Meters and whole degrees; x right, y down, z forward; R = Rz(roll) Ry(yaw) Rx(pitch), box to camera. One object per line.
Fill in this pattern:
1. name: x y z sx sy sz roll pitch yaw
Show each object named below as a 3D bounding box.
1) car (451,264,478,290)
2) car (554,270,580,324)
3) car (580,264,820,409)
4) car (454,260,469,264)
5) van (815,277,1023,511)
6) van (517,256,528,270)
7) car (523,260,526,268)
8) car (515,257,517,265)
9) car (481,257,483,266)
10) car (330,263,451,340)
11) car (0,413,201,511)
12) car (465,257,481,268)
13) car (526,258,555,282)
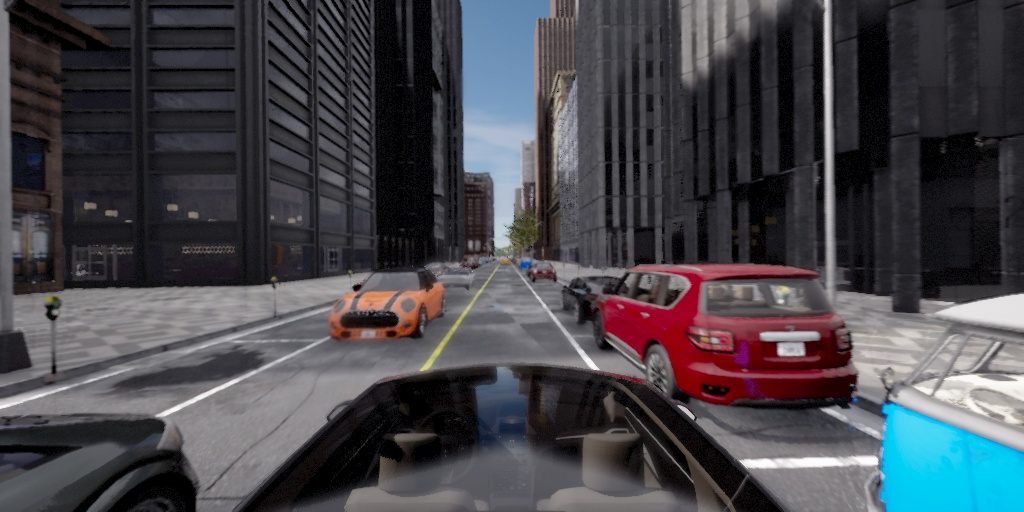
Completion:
1. car: -3.444 1.406 22.777 1.895 1.301 4.718 -1 0 -1
2. car: 2.711 1.291 11.683 1.948 1.339 4.313 0 0 -1
3. car: 2.814 1.035 6.044 2.192 1.841 5.009 0 0 -1
4. car: -6.327 1.400 39.745 2.007 1.370 4.403 0 0 -1
5. van: 2.917 1.054 0.403 1.690 1.789 3.998 0 0 -1
6. van: 1.991 1.090 51.157 1.690 1.789 3.998 0 0 -1
7. car: 2.300 1.328 34.240 1.802 1.307 4.207 0 0 -1
8. car: 1.886 1.271 56.968 1.751 1.417 4.829 0 0 -1
9. car: -6.739 1.156 62.302 2.192 1.841 5.009 0 0 -1
10. car: -3.228 1.147 10.183 2.097 1.767 4.553 -1 0 -1
11. car: -3.053 1.348 0.619 1.994 1.385 4.181 -1 0 -1
12. car: -6.636 1.161 56.663 2.192 1.841 5.009 0 0 -1
13. car: 2.403 1.181 28.599 1.967 1.591 4.097 0 0 -1
